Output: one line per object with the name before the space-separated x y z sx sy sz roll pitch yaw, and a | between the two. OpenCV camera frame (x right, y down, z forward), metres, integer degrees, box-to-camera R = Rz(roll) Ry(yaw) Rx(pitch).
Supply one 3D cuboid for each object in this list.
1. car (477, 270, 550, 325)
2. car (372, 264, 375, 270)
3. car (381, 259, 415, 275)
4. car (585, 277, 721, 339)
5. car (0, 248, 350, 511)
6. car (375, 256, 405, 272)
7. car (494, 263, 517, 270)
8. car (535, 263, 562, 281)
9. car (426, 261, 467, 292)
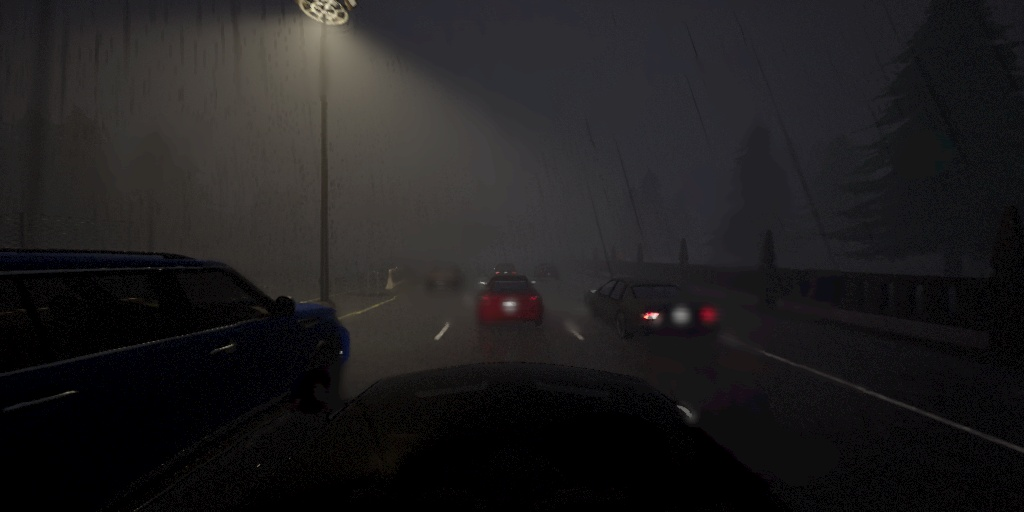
car | -0.081 1.319 11.845 1.994 1.385 4.181 0 0 -1
car | -18.692 1.343 52.080 1.994 1.385 4.181 0 0 -1
car | -11.393 1.318 37.180 2.033 1.411 5.357 0 0 -1
car | 3.480 1.301 10.011 2.033 1.411 5.357 0 0 -1
car | -3.419 0.974 2.851 2.150 2.045 5.566 0 0 0
car | -15.064 1.000 45.820 2.150 2.045 5.566 0 0 -1
car | -0.529 1.311 29.713 2.033 1.411 5.357 0 0 -1
car | 2.971 1.289 30.418 1.812 1.442 4.674 0 0 -1
car | -3.834 1.253 21.413 2.128 1.511 4.902 0 0 -1
